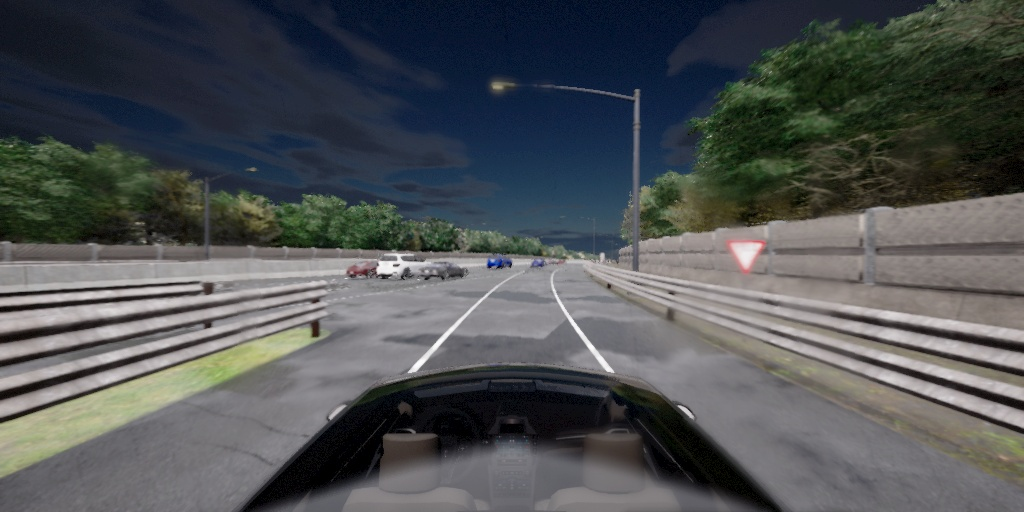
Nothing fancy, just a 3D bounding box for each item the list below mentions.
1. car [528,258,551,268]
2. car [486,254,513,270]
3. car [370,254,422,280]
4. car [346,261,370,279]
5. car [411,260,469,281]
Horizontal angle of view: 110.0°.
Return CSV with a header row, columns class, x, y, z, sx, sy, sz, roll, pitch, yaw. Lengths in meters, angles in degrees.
class,x,y,z,sx,sy,sz,roll,pitch,yaw
car,4.287,1.161,55.860,1.812,1.442,4.674,0,-1,19
car,-1.668,0.796,49.487,2.150,2.045,5.566,-1,0,19
car,-8.622,0.854,29.443,2.150,2.045,5.566,0,0,19
car,-11.934,1.152,30.578,1.812,1.442,4.674,0,0,19
car,-5.327,1.168,28.278,2.033,1.411,5.357,-1,0,19
